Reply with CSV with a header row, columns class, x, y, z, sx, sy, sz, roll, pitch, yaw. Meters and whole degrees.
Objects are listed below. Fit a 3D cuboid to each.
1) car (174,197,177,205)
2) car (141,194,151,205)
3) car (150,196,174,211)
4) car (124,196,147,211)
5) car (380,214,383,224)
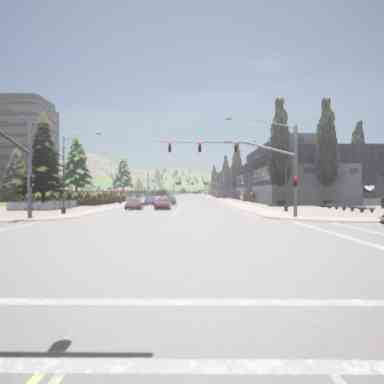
class,x,y,z,sx,sy,sz,roll,pitch,yaw
car,-3.601,1.504,56.800,1.837,1.490,4.892,0,0,0
car,-7.102,1.524,56.818,1.812,1.442,4.674,0,0,0
car,-3.613,1.476,41.055,1.882,1.535,5.008,0,0,0
car,-7.113,1.524,41.028,1.812,1.442,4.674,0,0,0
car,14.756,1.570,21.368,4.892,1.490,1.837,0,0,0
